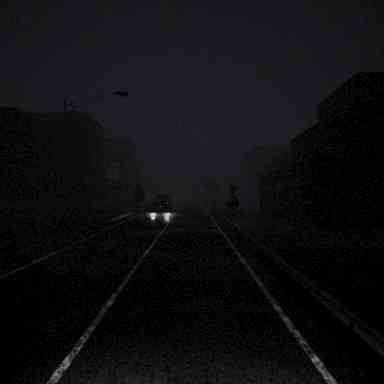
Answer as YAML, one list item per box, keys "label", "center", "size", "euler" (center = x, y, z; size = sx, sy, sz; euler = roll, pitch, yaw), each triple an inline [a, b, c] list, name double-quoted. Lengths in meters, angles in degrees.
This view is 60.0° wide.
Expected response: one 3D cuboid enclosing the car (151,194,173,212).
- label: "car"
  center: [-3.473, 1.236, 39.436]
  size: [2.150, 2.045, 5.566]
  euler: [0, 0, 0]
